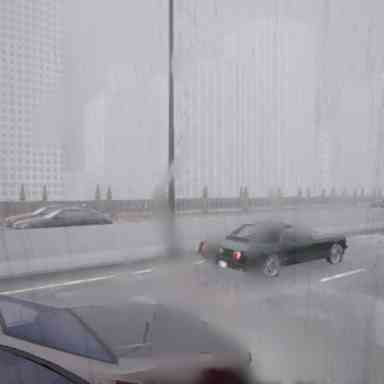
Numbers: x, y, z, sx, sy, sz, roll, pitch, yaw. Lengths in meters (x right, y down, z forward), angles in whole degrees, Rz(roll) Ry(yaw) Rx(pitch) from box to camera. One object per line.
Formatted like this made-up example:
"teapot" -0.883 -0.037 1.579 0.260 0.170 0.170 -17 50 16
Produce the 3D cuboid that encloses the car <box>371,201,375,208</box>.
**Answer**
"car" 25.421 1.452 43.307 4.718 1.301 1.895 0 0 -34

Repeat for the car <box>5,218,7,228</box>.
"car" -8.314 1.511 19.558 4.674 1.442 1.812 0 0 -36

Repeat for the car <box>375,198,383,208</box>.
"car" 19.583 1.438 30.823 5.357 1.411 2.033 0 0 -35

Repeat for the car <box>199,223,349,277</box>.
"car" 2.611 1.576 9.911 4.718 1.301 1.895 0 0 -36

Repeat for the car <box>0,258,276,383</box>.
"car" -1.958 1.548 2.350 5.357 1.411 2.033 0 0 -35

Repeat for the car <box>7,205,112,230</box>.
"car" -6.352 1.511 16.659 4.674 1.442 1.812 0 0 -36
